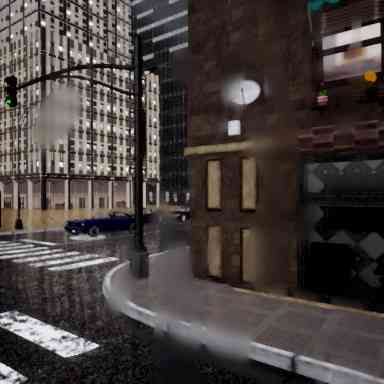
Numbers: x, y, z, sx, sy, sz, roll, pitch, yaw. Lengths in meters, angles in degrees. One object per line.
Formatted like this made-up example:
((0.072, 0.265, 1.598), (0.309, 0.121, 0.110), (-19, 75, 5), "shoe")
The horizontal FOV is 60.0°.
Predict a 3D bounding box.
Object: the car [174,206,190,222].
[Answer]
((-0.619, 1.974, 30.681), (2.008, 1.369, 4.403), (-2, -2, 35), "car")

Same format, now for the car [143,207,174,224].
((-3.819, 1.893, 26.123), (2.008, 1.369, 4.403), (-2, -2, 35), "car")

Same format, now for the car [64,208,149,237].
((-5.059, 1.834, 19.680), (1.895, 1.301, 4.718), (-1, -1, 36), "car")
